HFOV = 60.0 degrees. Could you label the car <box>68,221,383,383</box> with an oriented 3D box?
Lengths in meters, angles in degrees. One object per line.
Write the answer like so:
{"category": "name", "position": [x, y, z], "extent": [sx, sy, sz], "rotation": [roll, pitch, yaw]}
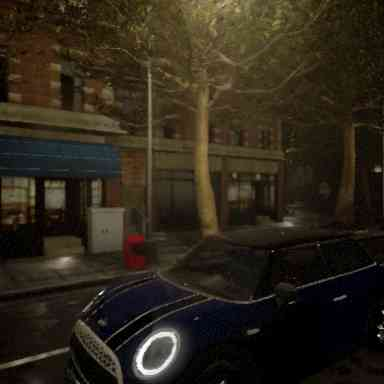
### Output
{"category": "car", "position": [0.777, 1.349, 4.525], "extent": [4.553, 1.767, 2.097], "rotation": [0, 0, -35]}
